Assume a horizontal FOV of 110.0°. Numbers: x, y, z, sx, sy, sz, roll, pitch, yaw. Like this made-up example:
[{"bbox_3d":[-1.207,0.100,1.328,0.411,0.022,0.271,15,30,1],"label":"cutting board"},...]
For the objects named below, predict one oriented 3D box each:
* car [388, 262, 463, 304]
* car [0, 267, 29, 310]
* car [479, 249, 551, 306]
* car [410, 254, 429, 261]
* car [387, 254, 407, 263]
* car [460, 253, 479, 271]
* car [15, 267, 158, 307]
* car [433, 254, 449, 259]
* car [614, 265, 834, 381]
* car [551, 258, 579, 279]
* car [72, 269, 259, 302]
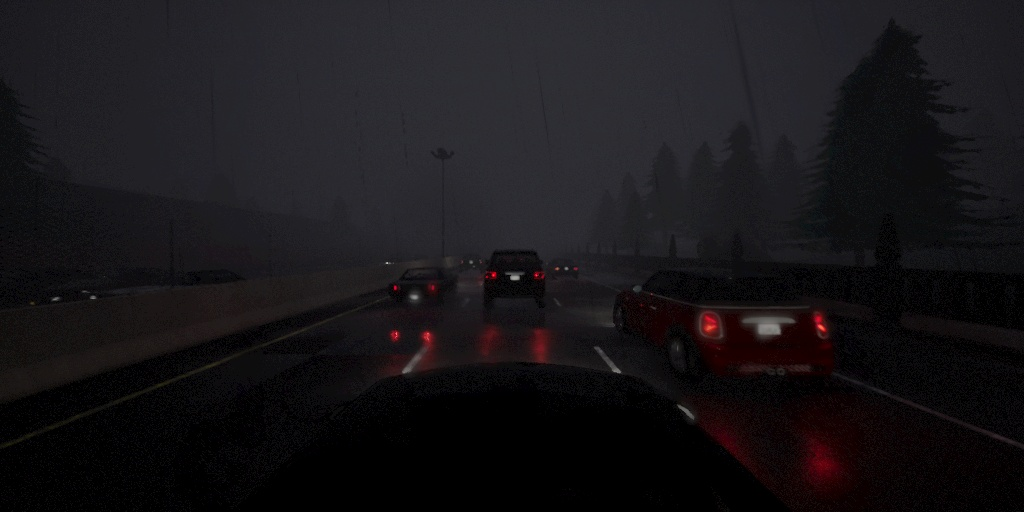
[{"bbox_3d":[-3.407,1.106,14.767,1.895,1.301,4.718,0,1,0],"label":"car"},{"bbox_3d":[-17.607,1.100,13.028,1.994,1.385,4.181,0,1,0],"label":"car"},{"bbox_3d":[0.093,0.738,14.262,2.150,2.045,5.566,0,1,0],"label":"car"},{"bbox_3d":[-14.091,0.357,54.785,1.895,1.301,4.718,0,1,0],"label":"car"},{"bbox_3d":[-17.590,0.315,54.967,1.994,1.385,4.181,0,1,0],"label":"car"},{"bbox_3d":[-3.418,0.531,32.164,2.097,1.767,4.553,0,1,0],"label":"car"},{"bbox_3d":[-14.107,1.100,13.045,1.994,1.385,4.181,0,1,0],"label":"car"},{"bbox_3d":[-10.591,0.367,54.238,1.895,1.301,4.718,0,1,0],"label":"car"},{"bbox_3d":[3.594,1.001,7.135,2.097,1.767,4.553,0,1,0],"label":"car"},{"bbox_3d":[3.585,0.842,26.097,2.033,1.411,5.357,0,1,0],"label":"car"},{"bbox_3d":[-10.606,1.160,11.836,1.895,1.301,4.718,0,1,0],"label":"car"}]
